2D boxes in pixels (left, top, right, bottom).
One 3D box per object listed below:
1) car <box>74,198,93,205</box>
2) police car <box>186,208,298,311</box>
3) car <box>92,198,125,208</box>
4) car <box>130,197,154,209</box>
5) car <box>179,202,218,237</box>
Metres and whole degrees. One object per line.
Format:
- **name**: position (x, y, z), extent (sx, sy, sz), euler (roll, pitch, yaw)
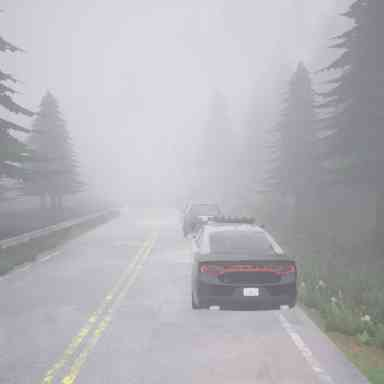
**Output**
- **car**: position (-17.586, 1.770, 55.358), extent (4.902, 1.511, 2.128), euler (-3, 3, 27)
- **police car**: position (0.906, 1.409, 7.967), extent (1.930, 1.638, 5.238), euler (0, 0, -1)
- **car**: position (-11.257, 1.717, 45.698), extent (2.033, 1.411, 5.357), euler (-4, 1, -39)
- **car**: position (-6.994, 1.461, 46.082), extent (1.837, 1.490, 4.892), euler (-3, 1, -35)
- **car**: position (0.532, 1.314, 17.938), extent (2.097, 1.767, 4.553), euler (0, 0, -3)
